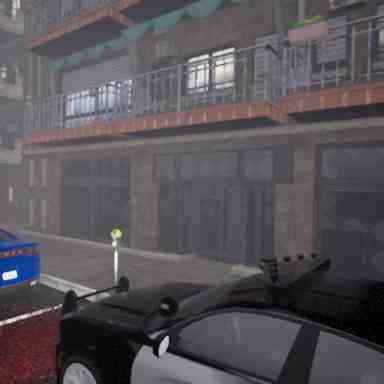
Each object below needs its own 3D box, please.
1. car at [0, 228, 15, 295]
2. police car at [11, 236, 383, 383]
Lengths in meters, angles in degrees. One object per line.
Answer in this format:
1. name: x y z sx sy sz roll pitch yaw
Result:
1. car: -5.465 1.256 6.954 5.008 1.535 1.882 2 1 25
2. police car: 0.764 1.400 2.874 5.238 1.638 1.930 2 1 35
